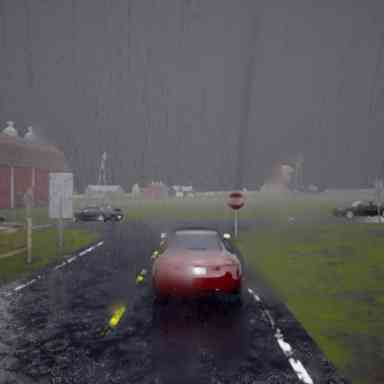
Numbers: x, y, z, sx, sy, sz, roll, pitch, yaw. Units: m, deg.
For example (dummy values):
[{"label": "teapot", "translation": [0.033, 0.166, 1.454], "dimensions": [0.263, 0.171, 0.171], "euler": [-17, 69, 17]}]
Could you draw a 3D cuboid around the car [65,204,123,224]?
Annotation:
[{"label": "car", "translation": [-7.978, 1.767, 26.871], "dimensions": [4.892, 1.490, 1.837], "euler": [-1, -3, 20]}]

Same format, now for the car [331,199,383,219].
[{"label": "car", "translation": [14.202, 1.380, 27.741], "dimensions": [5.008, 1.535, 1.882], "euler": [-1, -1, -4]}]

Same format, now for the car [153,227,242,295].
[{"label": "car", "translation": [0.103, 1.612, 8.854], "dimensions": [1.994, 1.385, 4.181], "euler": [0, 0, 0]}]

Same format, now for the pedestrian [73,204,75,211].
[{"label": "pedestrian", "translation": [-11.210, 1.654, 30.675], "dimensions": [0.375, 1.860, 0.375], "euler": [0, 0, 4]}]

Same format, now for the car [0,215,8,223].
[{"label": "car", "translation": [-17.015, 1.928, 25.227], "dimensions": [5.357, 1.411, 2.033], "euler": [-1, -1, 5]}]
